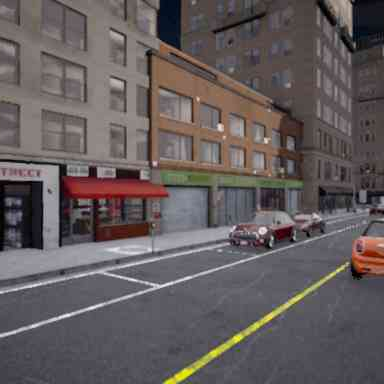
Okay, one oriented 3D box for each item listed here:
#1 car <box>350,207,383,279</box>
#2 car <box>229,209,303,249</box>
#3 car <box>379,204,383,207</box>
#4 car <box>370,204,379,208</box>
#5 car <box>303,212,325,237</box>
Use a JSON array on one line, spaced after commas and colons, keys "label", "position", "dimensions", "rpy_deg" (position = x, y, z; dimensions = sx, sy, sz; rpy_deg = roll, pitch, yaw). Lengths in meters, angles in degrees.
[{"label": "car", "position": [6.271, 1.513, 9.891], "dimensions": [2.097, 1.767, 4.553], "rpy_deg": [0, -1, 37]}, {"label": "car", "position": [3.393, 1.651, 15.633], "dimensions": [1.967, 1.590, 4.097], "rpy_deg": [-1, -1, 37]}, {"label": "car", "position": [21.464, 2.039, 34.893], "dimensions": [2.128, 1.511, 4.902], "rpy_deg": [0, -1, 38]}, {"label": "car", "position": [23.778, 2.190, 42.230], "dimensions": [1.887, 1.381, 4.507], "rpy_deg": [-1, -1, 37]}, {"label": "car", "position": [6.791, 1.867, 20.064], "dimensions": [1.802, 1.307, 4.206], "rpy_deg": [-1, -1, 37]}]
